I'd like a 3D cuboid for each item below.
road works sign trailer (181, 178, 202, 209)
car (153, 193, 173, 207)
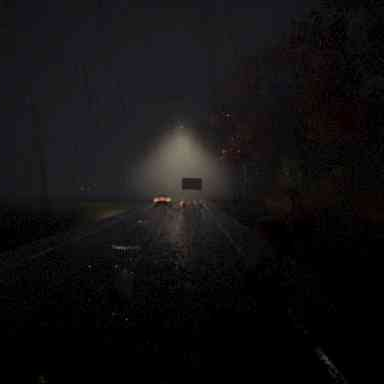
[{"bbox_3d":[-0.006,0.103,39.275,2.380,3.560,2.880,0,1,0],"label":"road works sign trailer"},{"bbox_3d":[-3.593,0.967,41.821,2.097,1.767,4.553,0,0,0],"label":"car"}]
